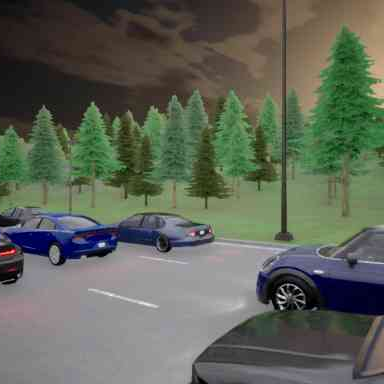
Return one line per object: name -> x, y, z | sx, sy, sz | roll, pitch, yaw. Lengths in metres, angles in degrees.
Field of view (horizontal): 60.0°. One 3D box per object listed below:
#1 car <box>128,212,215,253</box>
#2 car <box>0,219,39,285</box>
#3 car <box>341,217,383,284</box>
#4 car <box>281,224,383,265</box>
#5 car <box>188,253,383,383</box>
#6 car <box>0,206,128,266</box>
car -> -1.673, 1.547, 13.757 | 5.357, 1.411, 2.033 | 0, 0, 35
car -> -6.083, 1.505, 8.284 | 4.892, 1.490, 1.837 | 0, 0, 36
car -> 6.401, 1.505, 7.997 | 4.892, 1.490, 1.837 | 0, 0, 36
car -> 3.447, 1.352, 5.792 | 4.553, 1.767, 2.097 | 0, 0, 36
car -> 2.511, 1.548, 2.142 | 5.357, 1.411, 2.033 | 0, 0, 36
car -> -4.797, 1.478, 11.685 | 5.008, 1.535, 1.882 | 0, 0, 35
